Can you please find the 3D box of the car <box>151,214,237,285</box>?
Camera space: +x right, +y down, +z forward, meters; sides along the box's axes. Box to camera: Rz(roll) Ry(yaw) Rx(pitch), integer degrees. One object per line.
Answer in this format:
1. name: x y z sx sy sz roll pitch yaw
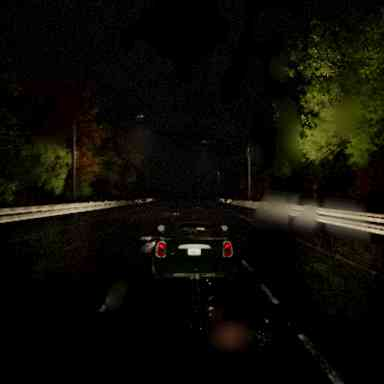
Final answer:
1. car: 0.036 1.426 9.900 2.097 1.767 4.553 0 0 -1
